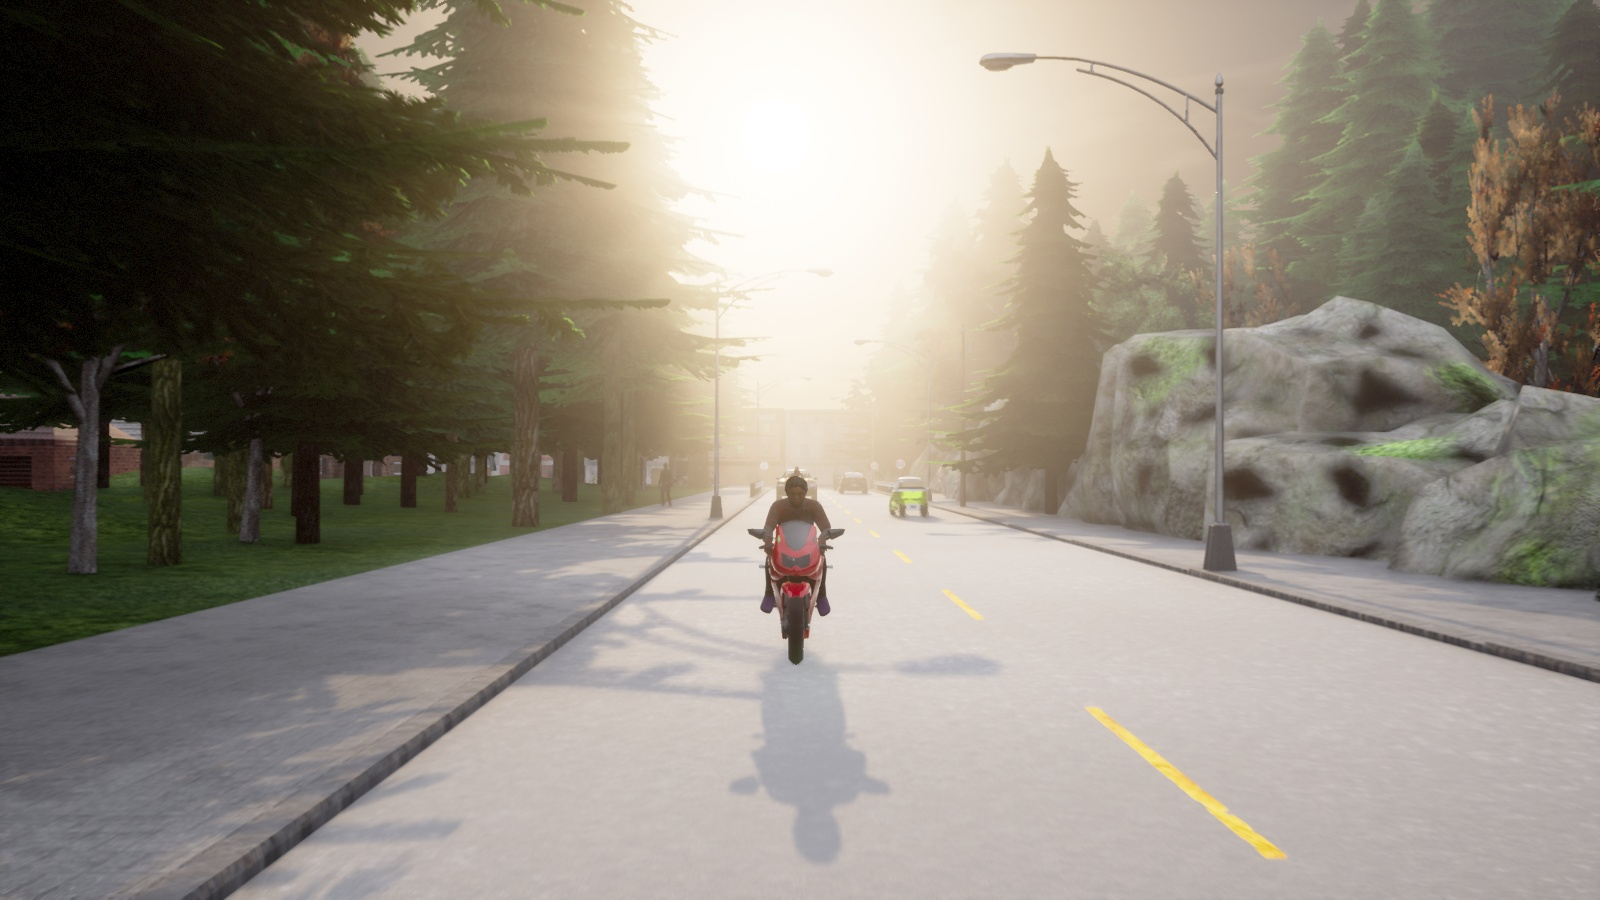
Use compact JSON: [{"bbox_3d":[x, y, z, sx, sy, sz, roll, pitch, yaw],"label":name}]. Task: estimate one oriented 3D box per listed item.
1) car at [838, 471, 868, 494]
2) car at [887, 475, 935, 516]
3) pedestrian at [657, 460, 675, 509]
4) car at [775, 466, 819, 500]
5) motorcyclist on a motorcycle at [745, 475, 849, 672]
[{"bbox_3d":[3.734,2.262,88.689,1.882,1.535,5.008,0,-1,0],"label":"car"},{"bbox_3d":[3.895,1.597,44.372,1.481,1.376,2.207,0,-1,0],"label":"car"},{"bbox_3d":[-5.354,1.387,50.232,0.423,1.949,0.788,-1,-1,18],"label":"pedestrian"},{"bbox_3d":[-0.154,1.684,65.164,2.152,1.651,5.027,0,-1,0],"label":"car"},{"bbox_3d":[-0.026,0.977,10.778,0.797,1.523,2.044,0,-1,0],"label":"motorcyclist on a motorcycle"}]
